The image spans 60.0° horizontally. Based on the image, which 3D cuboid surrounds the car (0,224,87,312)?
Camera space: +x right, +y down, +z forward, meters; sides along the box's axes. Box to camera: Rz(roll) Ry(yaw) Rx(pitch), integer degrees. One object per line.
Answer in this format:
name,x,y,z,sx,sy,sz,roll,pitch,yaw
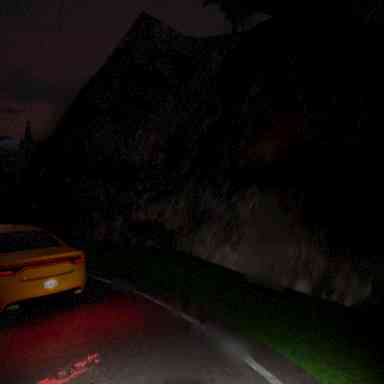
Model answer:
car,-4.347,1.470,7.518,5.008,1.535,1.882,0,0,42
